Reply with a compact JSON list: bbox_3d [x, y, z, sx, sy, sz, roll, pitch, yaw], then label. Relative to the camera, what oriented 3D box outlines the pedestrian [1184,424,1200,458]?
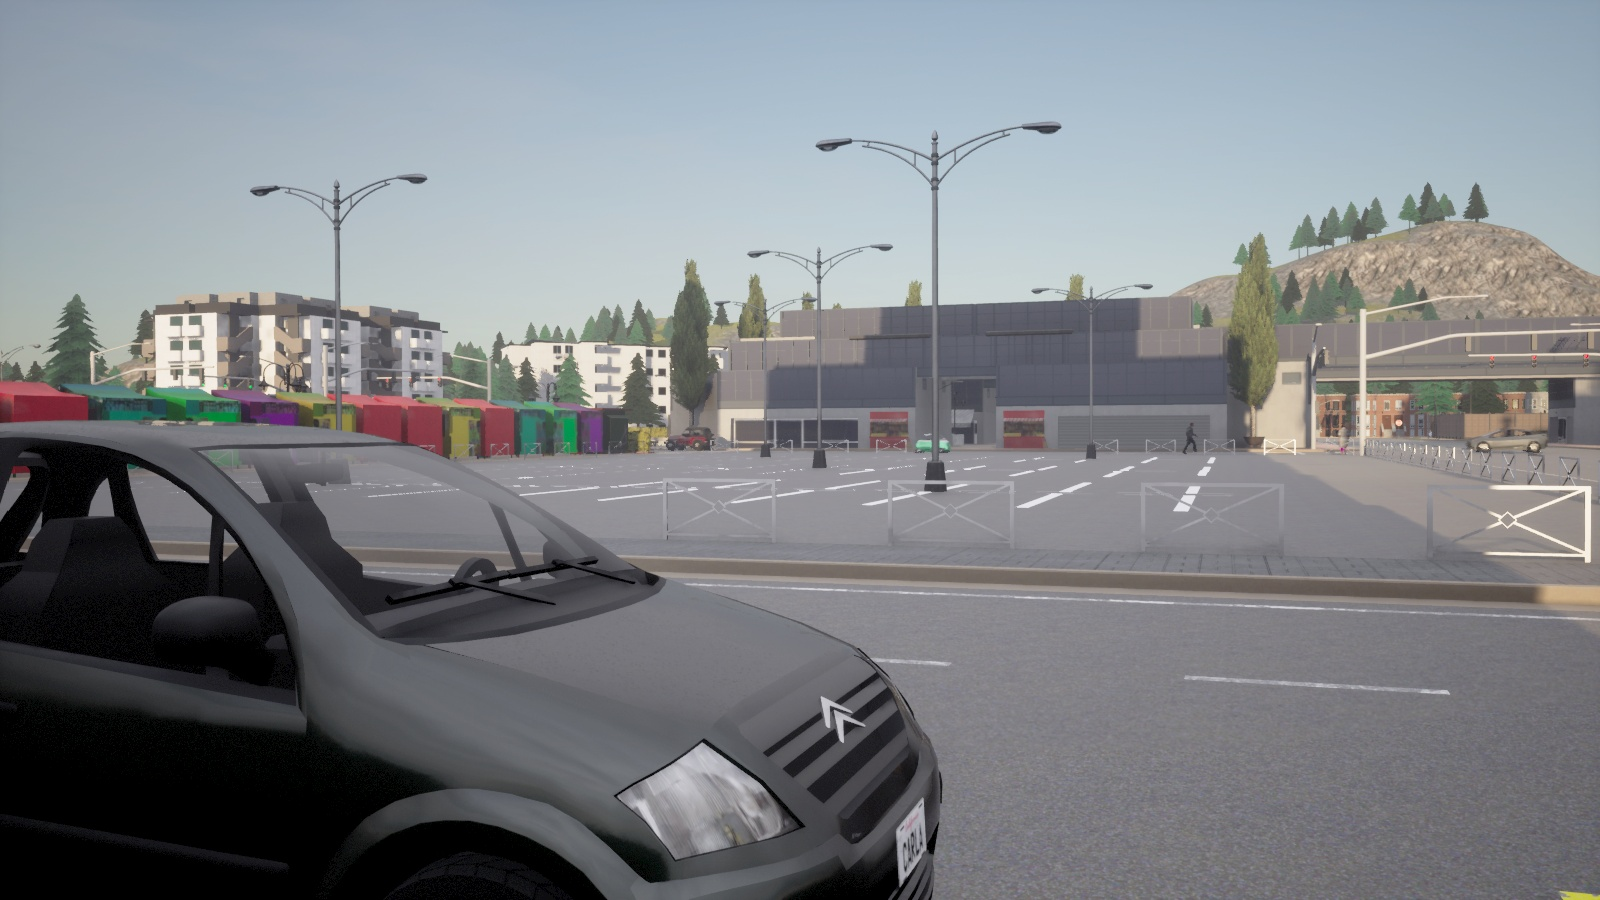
[{"bbox_3d":[22.237,-0.517,71.232,0.788,1.949,0.423,1,1,21],"label":"pedestrian"}]

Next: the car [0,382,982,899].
[{"bbox_3d":[-1.613,0.659,3.733,3.988,1.617,1.851,1,1,19],"label":"car"}]

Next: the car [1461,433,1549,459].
[{"bbox_3d":[44.291,-0.269,78.956,4.514,1.525,2.007,1,1,18],"label":"car"}]

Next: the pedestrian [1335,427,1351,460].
[{"bbox_3d":[31.807,-0.390,73.559,0.659,1.952,0.873,0,1,13],"label":"pedestrian"}]

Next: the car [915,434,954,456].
[{"bbox_3d":[8.634,-0.320,80.486,2.207,1.376,1.481,0,1,20],"label":"car"}]

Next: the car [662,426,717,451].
[{"bbox_3d":[-8.634,-0.926,98.126,3.866,1.878,1.905,1,1,20],"label":"car"}]
